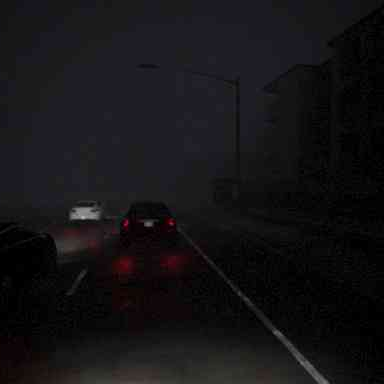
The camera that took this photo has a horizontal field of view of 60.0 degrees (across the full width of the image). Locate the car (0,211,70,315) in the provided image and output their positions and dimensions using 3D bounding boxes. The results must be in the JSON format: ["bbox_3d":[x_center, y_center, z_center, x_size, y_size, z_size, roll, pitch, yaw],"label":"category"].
[{"bbox_3d":[-4.358,1.383,7.106,2.128,1.511,4.902,0,1,-8],"label":"car"}]

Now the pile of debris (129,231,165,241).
[{"bbox_3d":[-2.004,1.923,14.676,1.500,0.140,1.860,0,1,-9],"label":"pile of debris"}]

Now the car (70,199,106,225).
[{"bbox_3d":[-6.515,1.183,20.976,1.812,1.442,4.674,0,1,-10],"label":"car"}]

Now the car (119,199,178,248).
[{"bbox_3d":[-1.825,1.114,13.798,2.097,1.767,4.553,0,1,-8],"label":"car"}]

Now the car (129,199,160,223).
[{"bbox_3d":[-3.362,1.204,23.208,1.895,1.301,4.718,0,1,-10],"label":"car"}]
